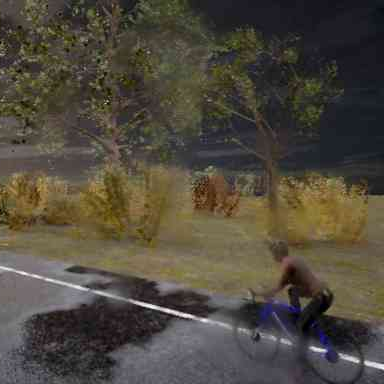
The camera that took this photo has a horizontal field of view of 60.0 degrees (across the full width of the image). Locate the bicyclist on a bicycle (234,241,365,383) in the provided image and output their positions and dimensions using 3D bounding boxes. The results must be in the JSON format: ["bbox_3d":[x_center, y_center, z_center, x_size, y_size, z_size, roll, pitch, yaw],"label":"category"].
[{"bbox_3d":[1.244,1.460,4.169,1.656,1.620,0.582,-1,0,35],"label":"bicyclist on a bicycle"}]
